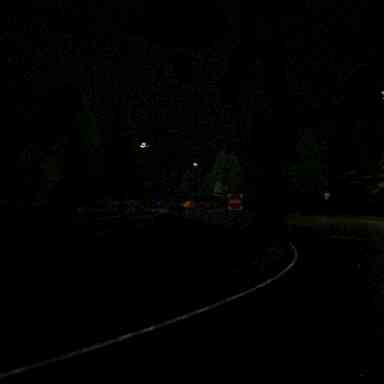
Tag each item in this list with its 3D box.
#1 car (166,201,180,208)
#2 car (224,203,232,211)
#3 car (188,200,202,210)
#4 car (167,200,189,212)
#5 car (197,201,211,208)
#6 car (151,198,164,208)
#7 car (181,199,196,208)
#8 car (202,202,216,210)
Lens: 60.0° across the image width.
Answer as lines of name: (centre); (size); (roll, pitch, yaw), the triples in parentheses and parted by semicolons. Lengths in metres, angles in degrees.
car: (-4.107, 2.717, 71.473); (1.994, 1.385, 4.181); (0, -1, -16)
car: (7.079, 2.380, 57.698); (1.882, 1.535, 5.008); (0, -1, -16)
car: (-0.360, 2.417, 58.329); (1.882, 1.535, 5.008); (0, -1, -16)
car: (-2.524, 2.410, 53.038); (2.033, 1.411, 5.357); (0, -1, -16)
car: (2.617, 2.765, 73.400); (1.895, 1.301, 4.718); (0, -1, -16)
car: (-7.322, 2.377, 69.998); (2.150, 2.045, 5.566); (0, -1, -16)
car: (-0.798, 2.525, 72.618); (2.097, 1.767, 4.553); (0, -1, -16)
car: (2.706, 2.561, 60.365); (1.895, 1.301, 4.718); (0, -1, -16)
